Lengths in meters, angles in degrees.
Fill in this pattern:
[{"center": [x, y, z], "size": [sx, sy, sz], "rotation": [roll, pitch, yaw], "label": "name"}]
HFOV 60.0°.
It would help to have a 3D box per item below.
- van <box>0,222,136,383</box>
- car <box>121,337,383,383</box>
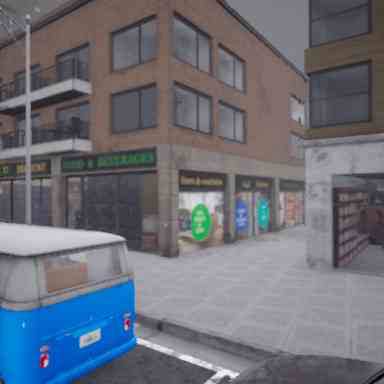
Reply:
[{"center": [-2.621, 1.375, 4.722], "size": [3.998, 1.788, 1.690], "rotation": [0, 0, 36], "label": "van"}, {"center": [1.991, 1.545, 1.422], "size": [4.403, 1.369, 2.008], "rotation": [0, 0, 36], "label": "car"}]
